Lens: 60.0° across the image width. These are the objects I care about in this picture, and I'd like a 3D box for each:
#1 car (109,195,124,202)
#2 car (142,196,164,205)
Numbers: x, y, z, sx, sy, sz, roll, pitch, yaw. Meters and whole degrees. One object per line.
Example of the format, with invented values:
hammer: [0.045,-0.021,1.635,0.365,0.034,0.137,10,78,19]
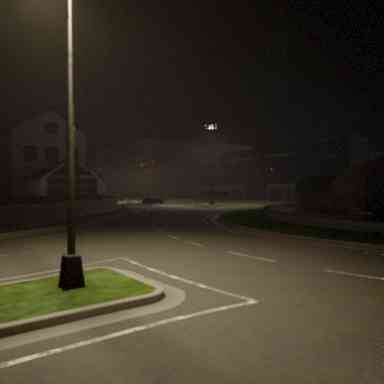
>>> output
car: [-15.695,1.289,66.957,2.033,1.411,5.357,-1,0,-38]
car: [-6.317,1.354,54.134,1.895,1.301,4.718,-1,0,-32]
